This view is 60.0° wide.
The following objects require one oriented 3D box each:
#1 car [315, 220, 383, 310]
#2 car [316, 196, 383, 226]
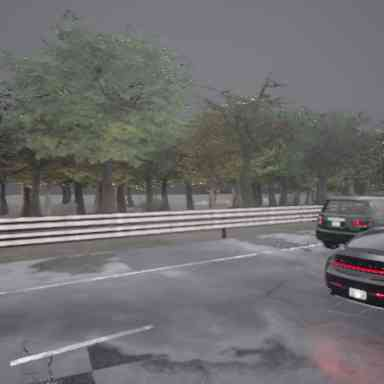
[{"bbox_3d":[4.821,1.481,7.052,4.892,1.490,1.837,0,0,-35],"label":"car"},{"bbox_3d":[7.154,1.180,12.874,5.566,2.045,2.150,0,0,-34],"label":"car"}]
